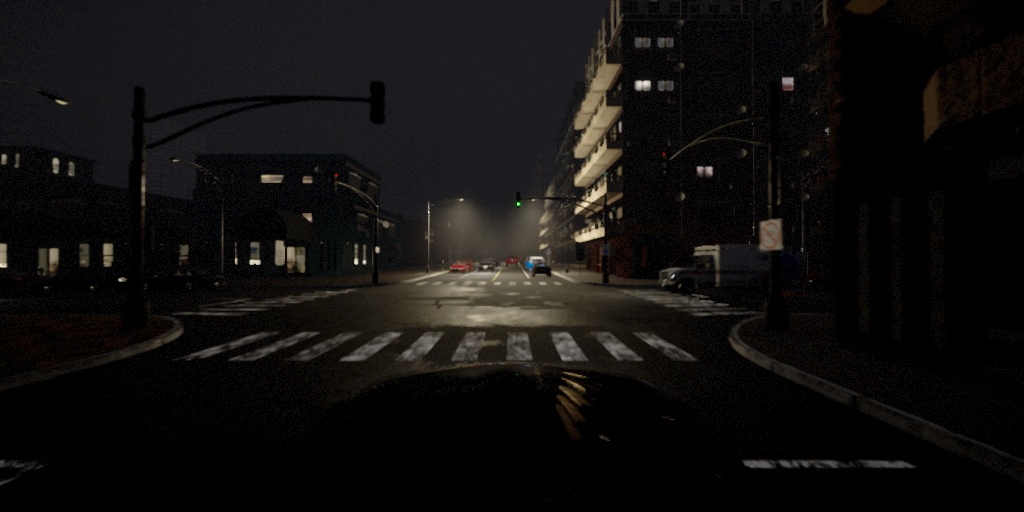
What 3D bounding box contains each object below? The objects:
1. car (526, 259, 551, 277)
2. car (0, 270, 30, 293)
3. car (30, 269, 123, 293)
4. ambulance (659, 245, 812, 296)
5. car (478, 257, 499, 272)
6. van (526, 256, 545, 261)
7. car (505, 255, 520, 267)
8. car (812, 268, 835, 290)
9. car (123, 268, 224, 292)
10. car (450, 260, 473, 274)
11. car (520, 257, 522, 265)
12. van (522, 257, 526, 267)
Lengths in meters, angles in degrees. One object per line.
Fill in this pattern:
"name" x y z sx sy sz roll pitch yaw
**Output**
"car" 2.686 1.217 33.544 2.007 1.370 4.403 0 0 0
"car" -30.679 1.481 21.475 4.207 1.307 1.802 0 0 1
"car" -25.200 1.440 21.402 4.313 1.339 1.948 0 0 1
"ambulance" 10.846 0.711 18.109 6.366 2.431 2.351 0 -1 1
"car" -3.081 1.126 44.171 2.128 1.511 4.902 0 0 0
"van" 2.684 0.990 39.123 1.690 1.789 3.998 0 0 0
"car" -0.011 0.794 62.638 2.150 2.045 5.566 0 0 0
"car" 19.620 1.220 20.792 4.507 1.381 1.888 0 0 1
"car" -19.718 1.400 21.327 4.403 1.370 2.007 0 0 1
"car" -5.696 1.231 39.086 1.802 1.307 4.207 0 0 0
"car" 2.681 1.103 61.616 1.751 1.417 4.829 0 0 0
"van" 2.683 0.956 50.286 1.690 1.789 3.998 0 0 0
